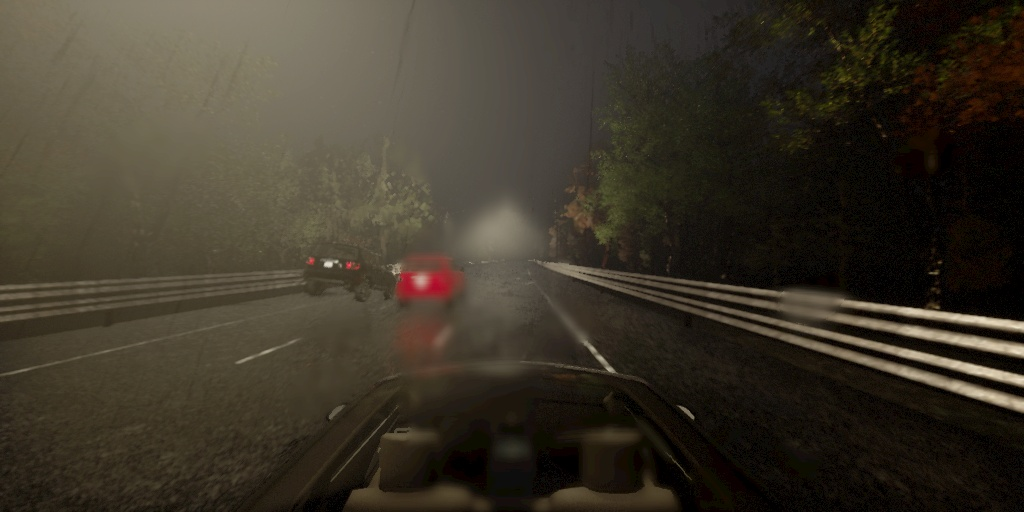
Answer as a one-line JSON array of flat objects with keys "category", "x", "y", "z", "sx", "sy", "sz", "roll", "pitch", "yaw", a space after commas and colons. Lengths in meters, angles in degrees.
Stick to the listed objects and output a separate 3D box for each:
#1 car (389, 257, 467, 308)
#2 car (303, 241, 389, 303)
[{"category": "car", "x": -3.359, "y": 1.081, "z": 16.013, "sx": 2.150, "sy": 2.045, "sz": 5.566, "roll": 0, "pitch": 0, "yaw": 0}, {"category": "car", "x": -6.746, "y": 0.766, "z": 15.720, "sx": 2.150, "sy": 2.045, "sz": 5.566, "roll": 7, "pitch": -8, "yaw": 0}]
